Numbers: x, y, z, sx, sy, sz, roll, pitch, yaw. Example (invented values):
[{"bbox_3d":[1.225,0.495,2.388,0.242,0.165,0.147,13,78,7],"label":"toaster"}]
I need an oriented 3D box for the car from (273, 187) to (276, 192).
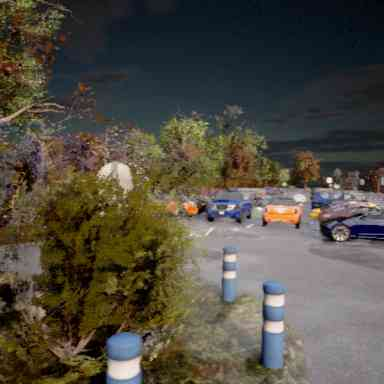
[{"bbox_3d":[14.176,0.376,68.597,5.008,1.535,2.097,2,2,20],"label":"car"}]

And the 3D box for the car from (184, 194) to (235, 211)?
[{"bbox_3d":[1.794,0.995,34.024,4.792,1.488,2.163,2,1,20],"label":"car"}]

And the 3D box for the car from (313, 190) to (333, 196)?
[{"bbox_3d":[33.699,0.265,85.821,4.674,1.452,2.002,2,2,20],"label":"car"}]

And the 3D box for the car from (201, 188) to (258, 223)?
[{"bbox_3d":[2.679,0.867,22.296,2.150,2.045,5.566,2,1,20],"label":"car"}]

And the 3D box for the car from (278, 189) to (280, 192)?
[{"bbox_3d":[17.077,0.196,76.686,5.008,1.535,2.097,2,2,20],"label":"car"}]

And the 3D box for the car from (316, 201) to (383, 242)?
[{"bbox_3d":[7.914,1.380,14.001,4.792,1.488,2.163,2,1,20],"label":"car"}]

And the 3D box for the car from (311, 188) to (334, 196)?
[{"bbox_3d":[34.682,-0.088,88.462,5.566,2.045,2.435,2,2,20],"label":"car"}]

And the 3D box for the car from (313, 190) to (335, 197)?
[{"bbox_3d":[30.837,0.448,77.843,4.674,1.452,2.002,2,2,20],"label":"car"}]

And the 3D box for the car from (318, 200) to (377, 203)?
[{"bbox_3d":[8.893,1.382,16.654,4.674,1.452,2.002,2,1,20],"label":"car"}]

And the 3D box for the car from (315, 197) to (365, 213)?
[{"bbox_3d":[15.563,1.317,35.275,4.674,1.452,2.002,2,1,20],"label":"car"}]

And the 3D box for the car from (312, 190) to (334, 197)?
[{"bbox_3d":[32.748,0.288,83.158,5.008,1.535,2.097,2,2,20],"label":"car"}]

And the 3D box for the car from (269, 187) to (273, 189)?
[{"bbox_3d":[13.191,0.309,65.949,4.553,1.767,2.185,2,2,20],"label":"car"}]

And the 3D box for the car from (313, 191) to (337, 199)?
[{"bbox_3d":[28.954,0.557,72.515,4.792,1.488,2.163,2,2,20],"label":"car"}]

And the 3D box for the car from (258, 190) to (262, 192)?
[{"bbox_3d":[7.508,0.815,50.130,4.792,1.488,2.163,2,2,20],"label":"car"}]

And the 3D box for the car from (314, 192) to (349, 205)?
[{"bbox_3d":[20.314,0.932,48.598,4.553,1.767,2.185,2,2,20],"label":"car"}]

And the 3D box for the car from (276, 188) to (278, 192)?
[{"bbox_3d":[15.120,0.317,71.257,5.008,1.535,2.097,2,2,20],"label":"car"}]

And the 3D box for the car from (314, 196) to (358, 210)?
[{"bbox_3d":[17.474,1.270,40.607,4.674,1.452,2.002,2,2,20],"label":"car"}]

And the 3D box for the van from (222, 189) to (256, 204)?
[{"bbox_3d":[6.699,0.623,47.412,4.442,1.987,1.878,2,2,20],"label":"van"}]

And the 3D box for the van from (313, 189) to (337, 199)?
[{"bbox_3d":[27.867,0.357,69.898,4.442,1.987,1.878,2,2,20],"label":"van"}]

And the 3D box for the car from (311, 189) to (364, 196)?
[{"bbox_3d":[13.693,1.045,29.941,5.566,2.045,2.435,2,1,20],"label":"car"}]

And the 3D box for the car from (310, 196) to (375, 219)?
[{"bbox_3d":[10.627,1.316,22.035,5.366,1.575,1.946,2,1,20],"label":"car"}]

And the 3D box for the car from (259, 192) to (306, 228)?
[{"bbox_3d":[5.673,1.091,20.506,2.097,1.767,4.553,2,1,20],"label":"car"}]

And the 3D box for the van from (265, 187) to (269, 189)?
[{"bbox_3d":[11.249,0.321,60.779,4.442,1.987,1.878,2,2,20],"label":"van"}]

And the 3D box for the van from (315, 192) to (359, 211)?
[{"bbox_3d":[16.374,1.036,37.857,4.442,1.987,1.878,2,1,20],"label":"van"}]

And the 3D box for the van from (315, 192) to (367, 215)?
[{"bbox_3d":[14.509,1.058,32.650,4.442,1.987,1.878,2,1,20],"label":"van"}]

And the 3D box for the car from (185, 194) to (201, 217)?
[{"bbox_3d":[-1.970,0.876,23.507,4.553,1.767,2.185,2,1,20],"label":"car"}]

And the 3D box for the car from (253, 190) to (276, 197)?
[{"bbox_3d":[16.092,0.284,74.041,4.792,1.488,2.163,2,2,20],"label":"car"}]

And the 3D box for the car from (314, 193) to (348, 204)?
[{"bbox_3d":[21.292,1.039,51.253,4.674,1.452,2.002,2,2,20],"label":"car"}]

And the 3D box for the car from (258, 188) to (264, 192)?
[{"bbox_3d":[8.481,0.605,52.643,4.553,1.767,2.185,2,2,20],"label":"car"}]

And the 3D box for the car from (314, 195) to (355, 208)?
[{"bbox_3d":[18.436,1.216,43.273,4.674,1.452,2.002,2,2,20],"label":"car"}]

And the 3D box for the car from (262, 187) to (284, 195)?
[{"bbox_3d":[21.824,-0.352,89.842,5.566,2.045,2.435,2,2,20],"label":"car"}]

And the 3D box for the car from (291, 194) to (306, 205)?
[{"bbox_3d":[15.477,1.032,48.080,1.812,1.442,4.674,2,2,20],"label":"car"}]

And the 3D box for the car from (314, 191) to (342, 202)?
[{"bbox_3d":[24.130,0.695,59.235,4.553,1.767,2.185,2,2,20],"label":"car"}]

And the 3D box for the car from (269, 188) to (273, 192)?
[{"bbox_3d":[12.260,0.494,63.286,5.008,1.535,2.097,2,2,20],"label":"car"}]

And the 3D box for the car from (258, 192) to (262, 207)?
[{"bbox_3d":[9.268,1.105,40.663,1.812,1.442,4.674,2,1,20],"label":"car"}]

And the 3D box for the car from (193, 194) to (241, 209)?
[{"bbox_3d":[2.747,0.985,36.682,4.792,1.488,2.163,2,1,20],"label":"car"}]

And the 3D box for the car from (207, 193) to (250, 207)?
[{"bbox_3d":[4.635,0.933,42.017,5.008,1.535,2.097,2,1,20],"label":"car"}]

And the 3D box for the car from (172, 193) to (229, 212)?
[{"bbox_3d":[0.850,0.974,31.496,4.892,1.521,2.231,2,1,20],"label":"car"}]

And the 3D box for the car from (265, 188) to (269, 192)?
[{"bbox_3d":[10.394,0.610,58.090,4.892,1.521,2.231,2,2,20],"label":"car"}]

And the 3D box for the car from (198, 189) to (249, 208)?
[{"bbox_3d":[3.705,0.695,39.338,5.566,2.045,2.435,2,1,20],"label":"car"}]
